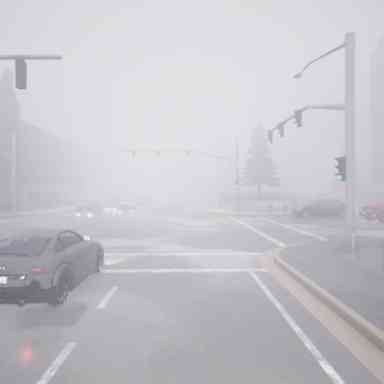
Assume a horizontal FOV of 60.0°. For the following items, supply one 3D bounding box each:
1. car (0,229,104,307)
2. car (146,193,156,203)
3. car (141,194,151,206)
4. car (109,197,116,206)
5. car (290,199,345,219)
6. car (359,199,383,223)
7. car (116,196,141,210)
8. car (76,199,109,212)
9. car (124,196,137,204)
[{"bbox_3d":[-3.524,1.563,8.026,1.994,1.385,4.181,0,0,-1],"label":"car"},{"bbox_3d":[-8.593,1.219,67.339,2.150,2.045,5.566,0,0,-1],"label":"car"},{"bbox_3d":[-8.368,1.545,53.580,2.033,1.411,5.357,0,0,-1],"label":"car"},{"bbox_3d":[-11.804,1.490,50.318,2.128,1.511,4.902,0,0,-1],"label":"car"},{"bbox_3d":[10.694,1.352,28.093,4.553,1.767,2.097,0,0,-2],"label":"car"},{"bbox_3d":[15.500,1.221,24.713,5.566,2.045,2.150,0,0,-1],"label":"car"},{"bbox_3d":[-8.143,1.524,42.930,1.812,1.442,4.674,0,0,-1],"label":"car"},{"bbox_3d":[-11.562,1.545,38.193,2.033,1.411,5.357,0,0,0],"label":"car"},{"bbox_3d":[-12.059,1.503,65.578,1.837,1.490,4.892,0,0,-1],"label":"car"}]
